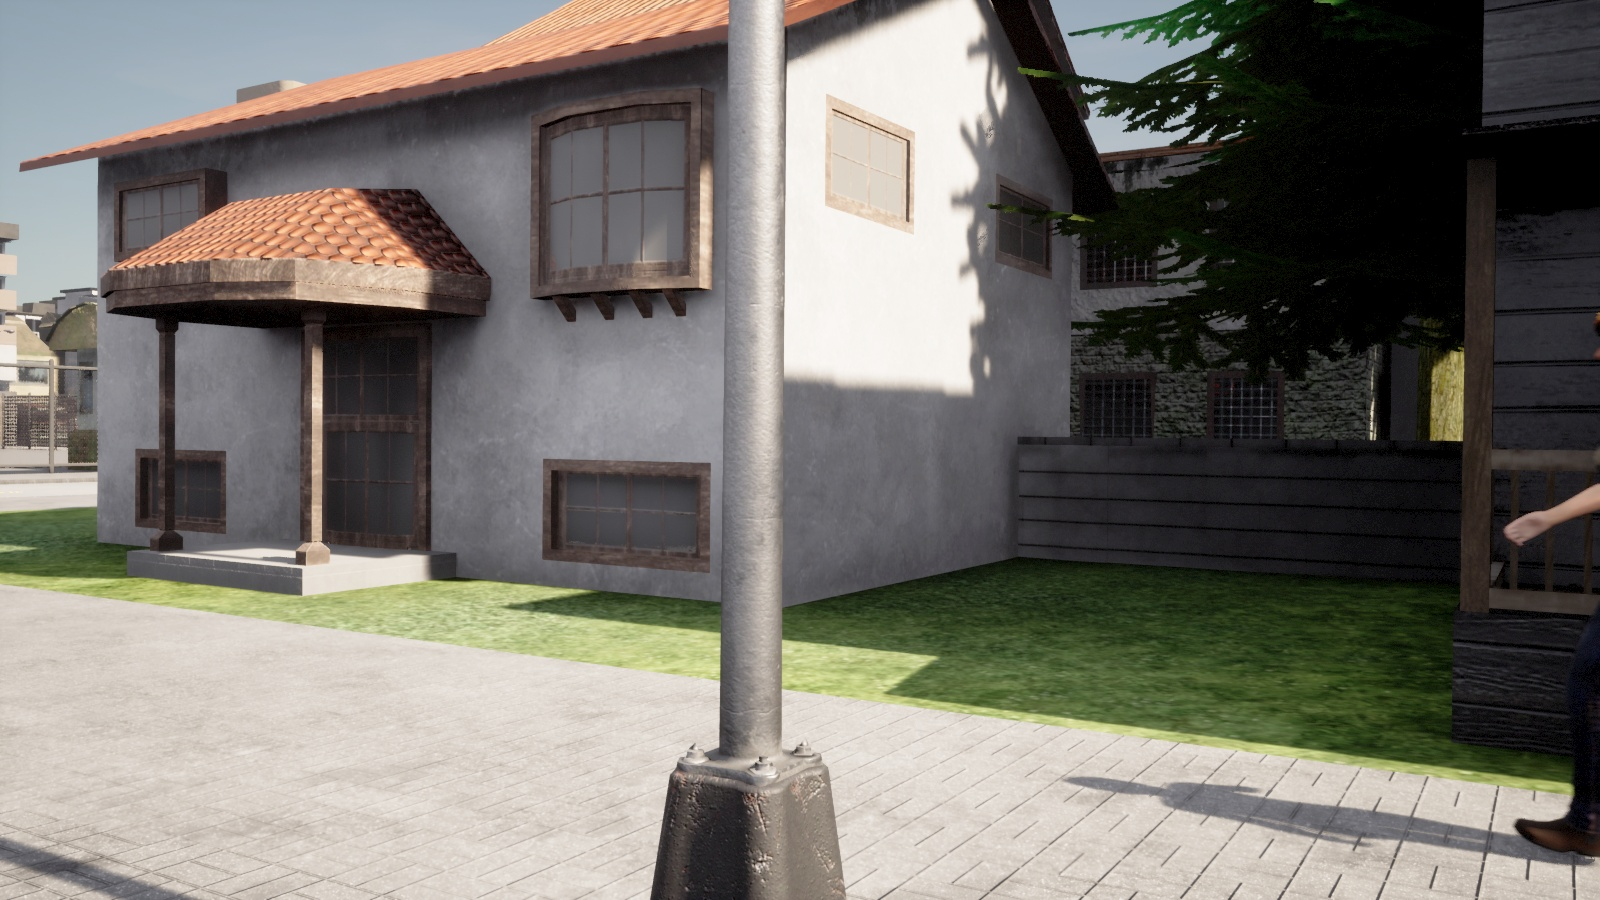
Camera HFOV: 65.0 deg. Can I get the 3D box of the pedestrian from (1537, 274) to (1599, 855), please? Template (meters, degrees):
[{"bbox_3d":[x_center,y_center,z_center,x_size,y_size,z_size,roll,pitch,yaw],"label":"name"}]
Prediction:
[{"bbox_3d":[2.723,0.361,4.050,0.594,1.836,0.345,0,1,31],"label":"pedestrian"}]
